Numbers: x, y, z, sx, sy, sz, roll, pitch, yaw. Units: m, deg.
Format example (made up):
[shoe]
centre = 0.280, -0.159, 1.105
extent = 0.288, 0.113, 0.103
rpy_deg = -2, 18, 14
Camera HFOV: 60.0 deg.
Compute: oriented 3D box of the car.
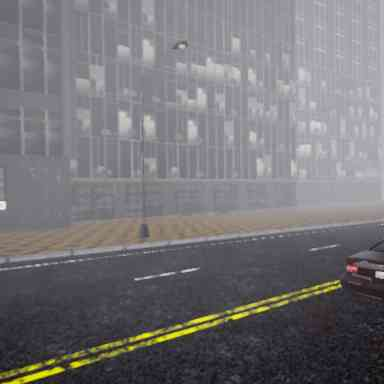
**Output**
[car]
centre = 5.466, 1.535, 7.377
extent = 5.357, 1.411, 2.033
rpy_deg = 0, 0, -35
